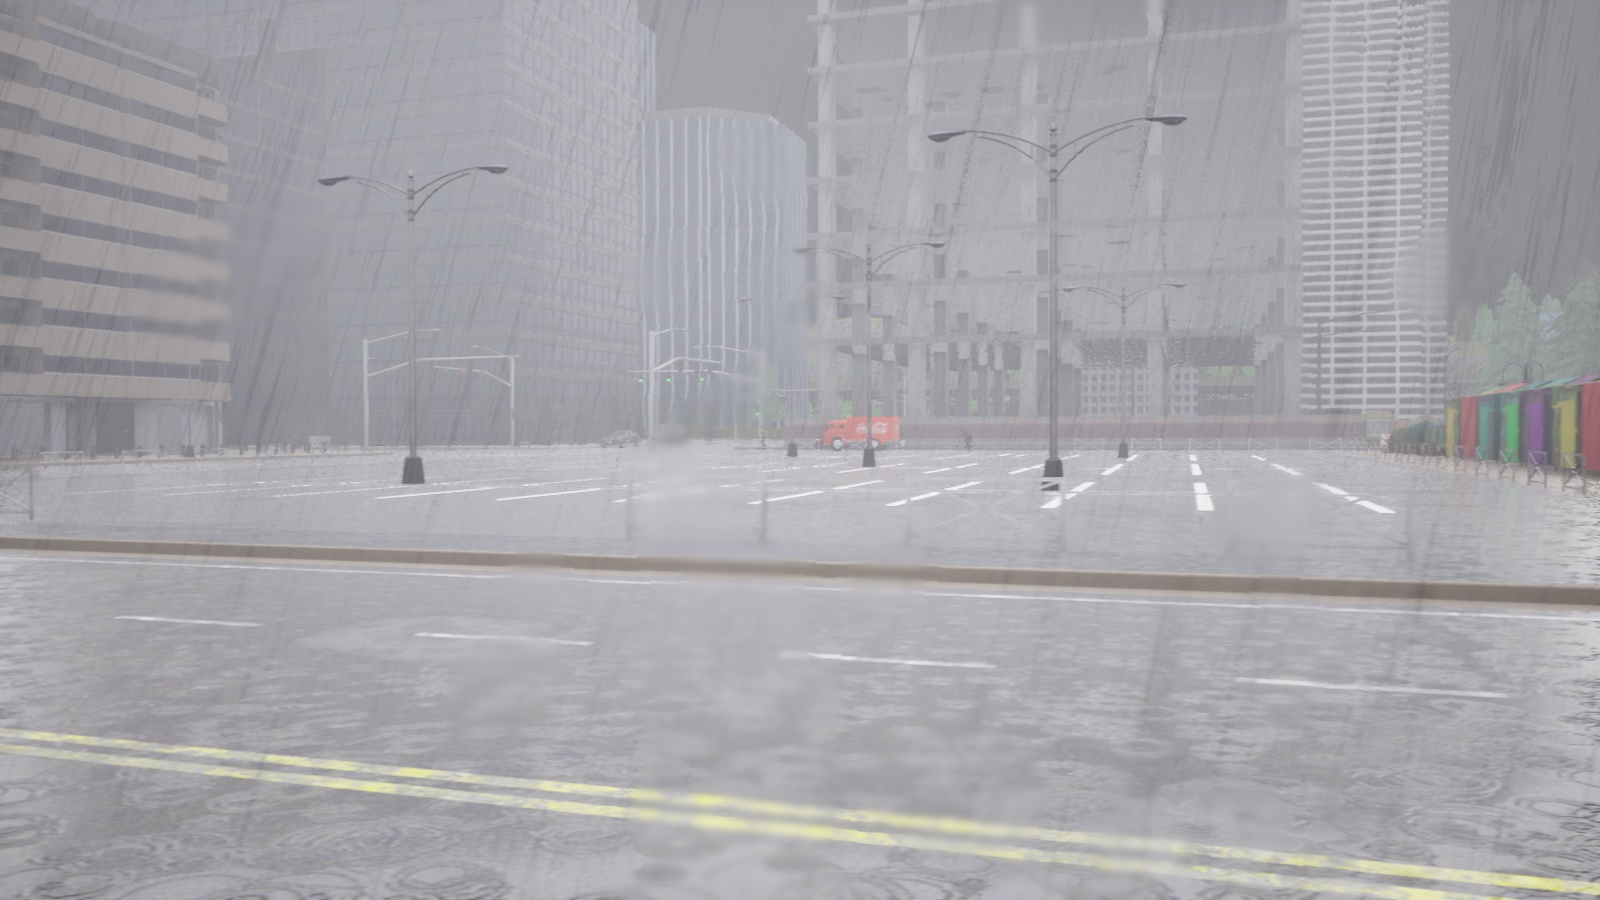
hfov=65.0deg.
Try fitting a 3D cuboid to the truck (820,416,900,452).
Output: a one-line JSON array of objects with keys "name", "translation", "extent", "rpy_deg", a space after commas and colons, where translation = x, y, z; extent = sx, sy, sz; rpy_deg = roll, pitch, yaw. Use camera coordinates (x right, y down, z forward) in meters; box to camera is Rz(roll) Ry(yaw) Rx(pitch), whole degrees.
[{"name": "truck", "translation": [4.257, -1.122, 88.818], "extent": [5.204, 2.467, 2.627], "rpy_deg": [0, 1, 17]}]
